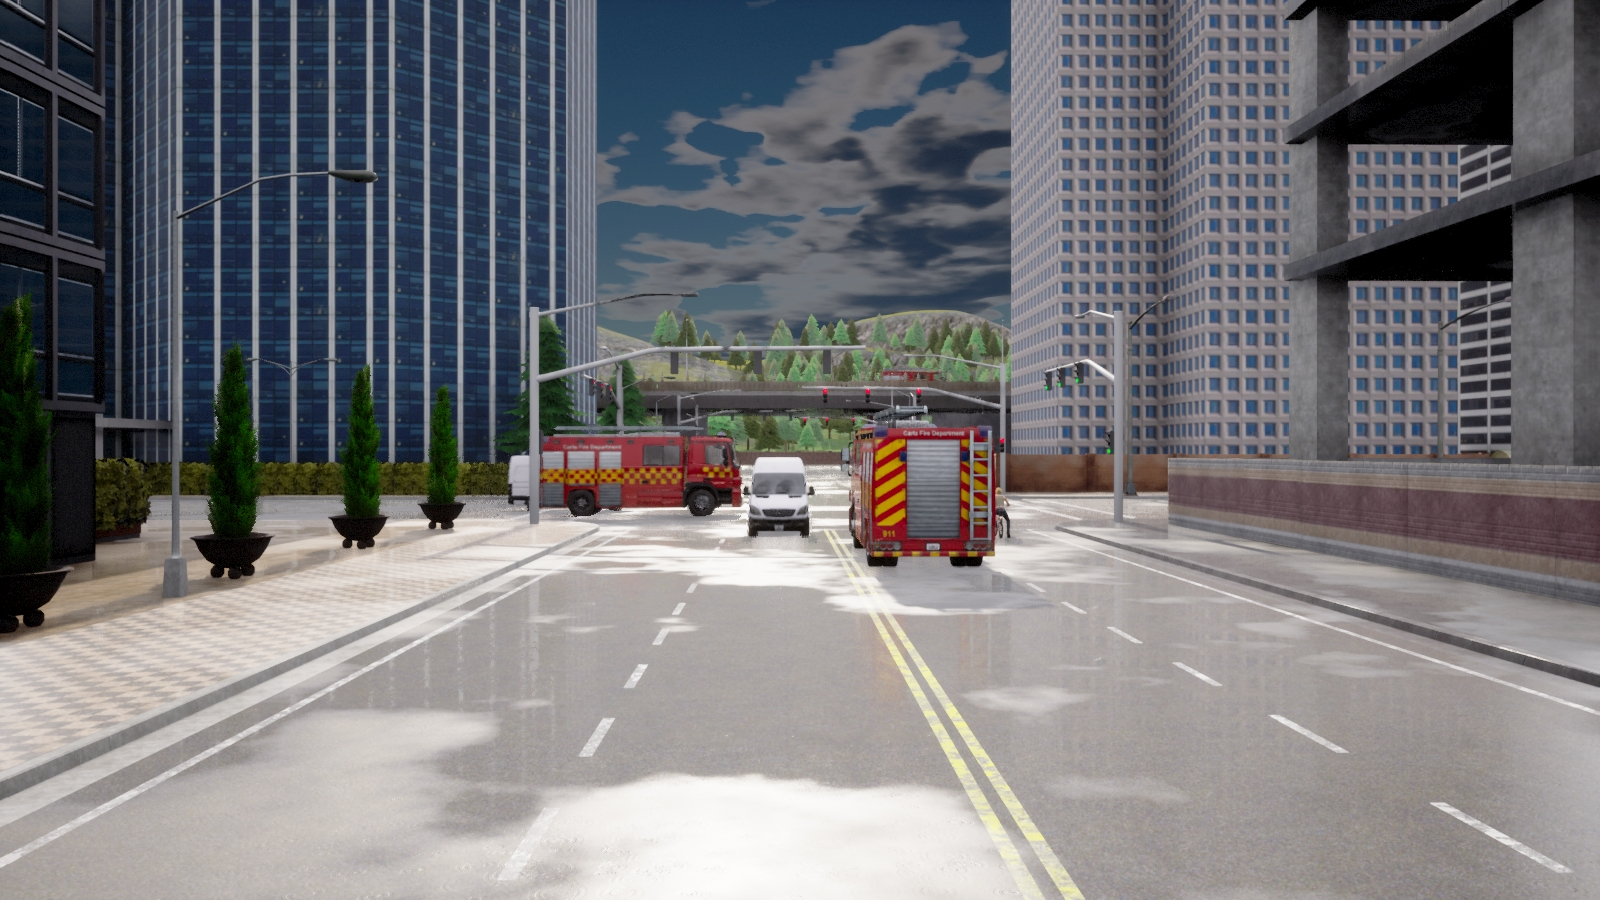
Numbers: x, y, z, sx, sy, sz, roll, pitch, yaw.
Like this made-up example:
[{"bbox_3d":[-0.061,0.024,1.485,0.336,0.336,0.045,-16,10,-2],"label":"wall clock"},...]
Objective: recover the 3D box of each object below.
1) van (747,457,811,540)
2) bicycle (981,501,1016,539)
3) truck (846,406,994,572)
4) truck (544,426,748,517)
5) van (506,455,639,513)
[{"bbox_3d":[-0.711,1.534,38.591,1.988,2.561,5.915,0,0,-1],"label":"van"},{"bbox_3d":[6.346,2.233,36.588,0.859,1.126,1.487,0,0,-1],"label":"bicycle"},{"bbox_3d":[2.932,0.891,30.480,2.891,3.827,8.468,0,0,-1],"label":"truck"},{"bbox_3d":[-6.492,0.891,49.309,8.468,3.827,2.891,0,0,-2],"label":"truck"},{"bbox_3d":[-10.471,1.534,52.912,5.915,2.561,1.988,0,1,-9],"label":"van"}]
